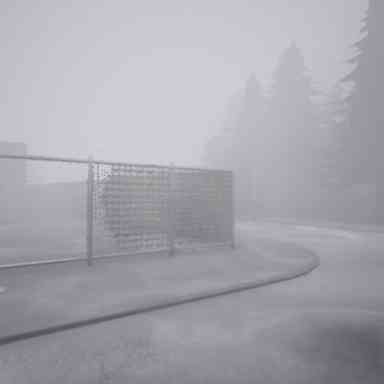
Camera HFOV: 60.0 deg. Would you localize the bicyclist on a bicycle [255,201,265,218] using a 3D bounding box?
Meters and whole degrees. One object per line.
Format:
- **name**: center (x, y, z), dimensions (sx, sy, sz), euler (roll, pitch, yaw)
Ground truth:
- **bicyclist on a bicycle**: center (6.279, 1.641, 31.253), dimensions (1.656, 1.620, 0.582), euler (1, 0, -35)
